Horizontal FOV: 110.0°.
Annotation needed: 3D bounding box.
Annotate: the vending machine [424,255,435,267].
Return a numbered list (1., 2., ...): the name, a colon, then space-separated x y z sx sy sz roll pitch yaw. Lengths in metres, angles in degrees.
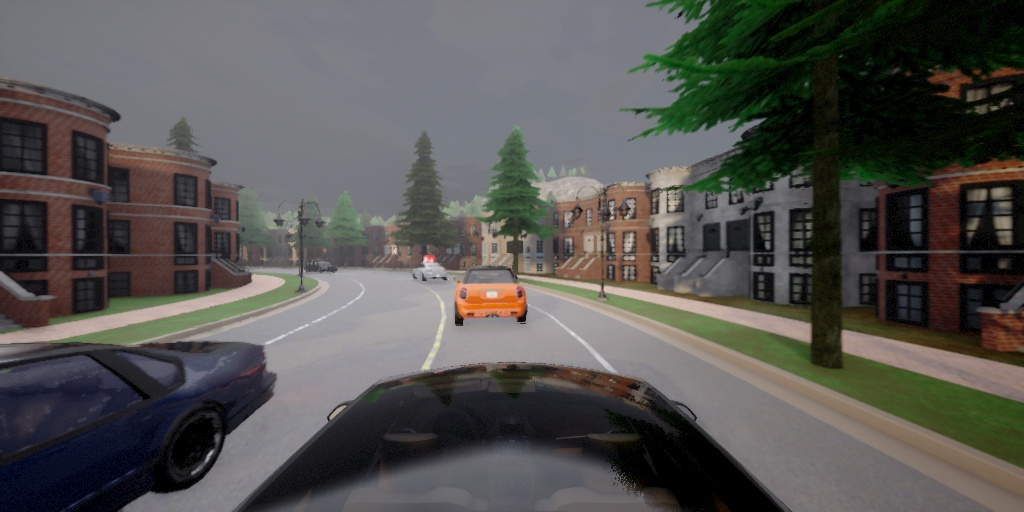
1. vending machine: -9.732 0.879 42.290 1.100 2.100 0.880 0 0 -43

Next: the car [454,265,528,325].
1. car: -0.858 1.081 12.009 2.097 1.767 4.553 0 0 -8

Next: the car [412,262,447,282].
1. car: -6.607 1.232 28.693 1.812 1.442 4.674 0 0 -29

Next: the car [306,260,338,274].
1. car: -21.845 1.226 41.032 4.892 1.490 1.837 0 0 38

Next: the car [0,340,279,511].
1. car: -3.648 1.308 1.817 2.033 1.411 5.357 0 0 0
